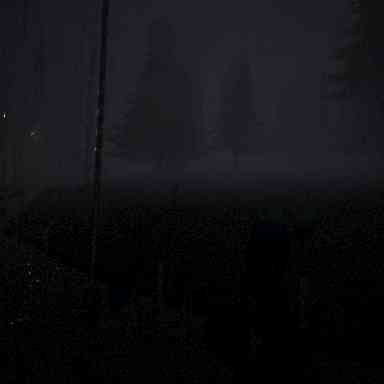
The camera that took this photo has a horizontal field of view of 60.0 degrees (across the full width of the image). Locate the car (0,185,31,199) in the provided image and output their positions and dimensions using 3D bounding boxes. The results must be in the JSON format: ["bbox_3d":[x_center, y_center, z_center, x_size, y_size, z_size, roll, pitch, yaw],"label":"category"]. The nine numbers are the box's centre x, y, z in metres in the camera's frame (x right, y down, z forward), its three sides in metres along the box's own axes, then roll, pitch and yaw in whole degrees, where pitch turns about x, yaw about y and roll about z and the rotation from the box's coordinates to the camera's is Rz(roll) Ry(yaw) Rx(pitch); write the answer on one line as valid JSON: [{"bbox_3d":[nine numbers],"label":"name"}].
[{"bbox_3d":[-19.488,-0.036,36.115,2.033,1.411,5.357,3,2,-3],"label":"car"}]
